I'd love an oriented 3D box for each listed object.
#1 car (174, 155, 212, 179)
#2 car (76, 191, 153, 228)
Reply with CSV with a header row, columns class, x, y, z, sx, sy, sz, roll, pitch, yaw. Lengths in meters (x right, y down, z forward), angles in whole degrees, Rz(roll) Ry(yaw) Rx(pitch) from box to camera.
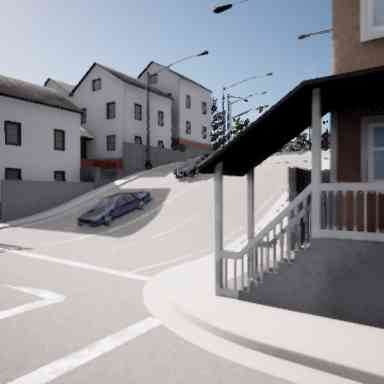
class,x,y,z,sx,sy,sz,roll,pitch,yaw
car,0.283,-2.274,28.628,1.837,1.490,4.892,0,17,34
car,-4.792,0.884,21.207,2.033,1.411,5.357,0,16,34
